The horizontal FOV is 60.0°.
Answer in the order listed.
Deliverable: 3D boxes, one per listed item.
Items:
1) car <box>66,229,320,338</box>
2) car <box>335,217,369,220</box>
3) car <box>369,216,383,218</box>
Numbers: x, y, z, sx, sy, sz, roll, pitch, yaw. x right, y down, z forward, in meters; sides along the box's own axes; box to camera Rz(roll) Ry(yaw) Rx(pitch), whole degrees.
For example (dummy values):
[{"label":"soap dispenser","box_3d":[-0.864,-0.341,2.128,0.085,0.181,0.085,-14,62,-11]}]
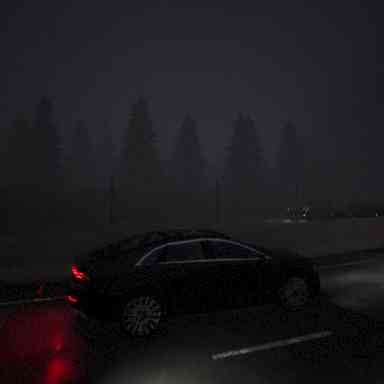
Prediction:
[{"label":"car","box_3d":[0.194,1.486,6.410,4.902,1.511,2.128,0,0,-22]},{"label":"car","box_3d":[12.623,1.517,24.949,5.357,1.411,2.033,0,0,-34]},{"label":"car","box_3d":[13.874,1.572,21.622,4.718,1.301,1.895,0,0,-34]}]
